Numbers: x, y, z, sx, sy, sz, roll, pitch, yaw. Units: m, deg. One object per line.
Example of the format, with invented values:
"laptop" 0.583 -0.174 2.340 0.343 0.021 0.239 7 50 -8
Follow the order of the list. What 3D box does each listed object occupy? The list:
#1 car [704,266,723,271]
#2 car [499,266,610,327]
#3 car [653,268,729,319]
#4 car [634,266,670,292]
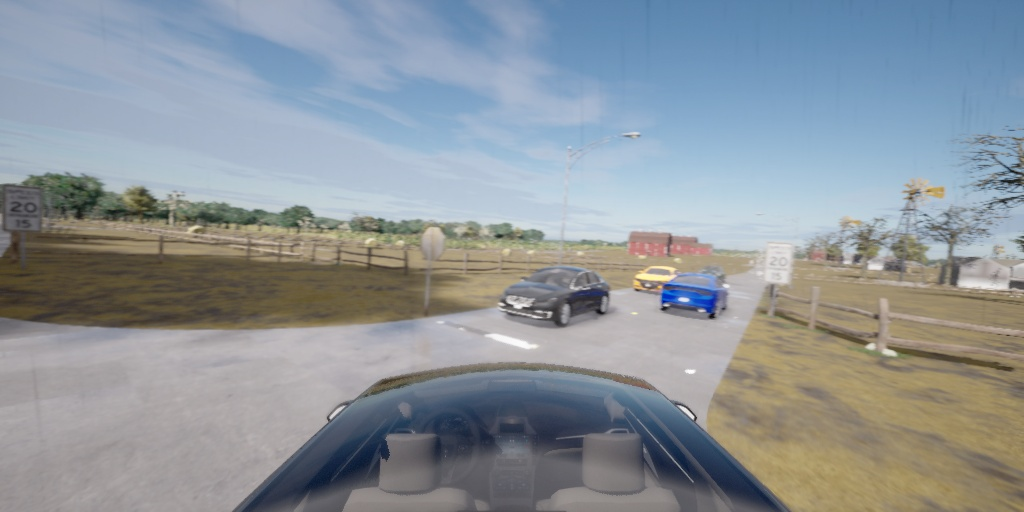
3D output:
"car" 20.795 1.805 37.277 2.097 1.767 4.553 6 2 37
"car" 1.547 1.095 11.176 1.837 1.490 4.892 6 2 35
"car" 7.528 1.453 14.597 1.882 1.535 5.008 6 2 36
"car" 8.720 1.356 20.996 1.882 1.535 5.008 6 2 36
